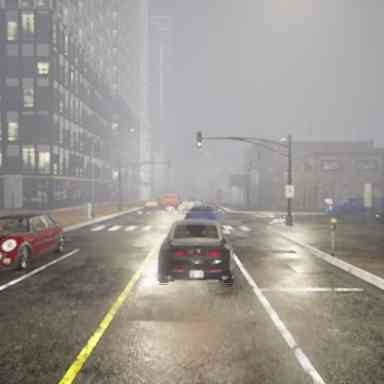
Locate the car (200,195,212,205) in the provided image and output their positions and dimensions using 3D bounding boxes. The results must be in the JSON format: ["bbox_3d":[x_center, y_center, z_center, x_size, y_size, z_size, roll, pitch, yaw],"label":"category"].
[{"bbox_3d":[2.677,1.536,65.582,2.192,1.841,5.009,-1,0,0],"label":"car"}]

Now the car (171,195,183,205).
[{"bbox_3d":[-2.997,1.575,66.281,2.097,1.767,4.553,0,0,0],"label":"car"}]

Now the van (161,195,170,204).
[{"bbox_3d":[-5.670,1.581,71.281,1.690,1.788,3.998,-1,0,0],"label":"van"}]

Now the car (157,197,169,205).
[{"bbox_3d":[-5.666,1.786,65.636,1.947,1.339,4.313,-1,0,0],"label":"car"}]

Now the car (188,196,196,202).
[{"bbox_3d":[0.002,1.751,85.636,2.033,1.411,5.357,0,0,0],"label":"car"}]

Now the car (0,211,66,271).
[{"bbox_3d":[-5.702,1.476,10.757,1.967,1.590,4.097,-1,0,0],"label":"car"}]

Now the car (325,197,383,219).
[{"bbox_3d":[15.551,1.464,31.420,5.566,2.045,2.150,1,1,1],"label":"car"}]

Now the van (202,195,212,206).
[{"bbox_3d":[2.677,1.543,59.938,1.690,1.788,3.998,-1,0,0],"label":"van"}]

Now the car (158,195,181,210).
[{"bbox_3d":[-3.101,1.377,46.595,2.150,2.045,5.566,0,0,0],"label":"car"}]

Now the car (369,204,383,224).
[{"bbox_3d":[16.419,1.887,25.627,4.313,1.339,1.947,1,0,1],"label":"car"}]

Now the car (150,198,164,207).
[{"bbox_3d":[-5.666,1.748,54.347,1.947,1.339,4.313,-1,0,0],"label":"car"}]

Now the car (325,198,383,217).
[{"bbox_3d":[16.528,1.536,34.004,5.009,1.841,2.192,1,0,1],"label":"car"}]

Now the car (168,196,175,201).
[{"bbox_3d":[-5.667,1.843,93.686,1.752,1.417,4.829,-1,0,0],"label":"car"}]

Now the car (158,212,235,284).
[{"bbox_3d":[0.100,1.537,9.614,1.837,1.490,4.892,0,0,0],"label":"car"}]

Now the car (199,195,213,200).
[{"bbox_3d":[2.679,1.622,54.293,1.967,1.590,4.097,-1,0,0],"label":"car"}]

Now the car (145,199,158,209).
[{"bbox_3d":[-5.838,1.688,48.534,1.752,1.417,4.829,-1,0,0],"label":"car"}]

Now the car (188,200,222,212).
[{"bbox_3d":[0.825,1.549,21.574,1.882,1.535,5.008,0,0,10],"label":"car"}]

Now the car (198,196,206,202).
[{"bbox_3d":[2.681,1.849,88.157,2.008,1.369,4.403,-1,0,0],"label":"car"}]

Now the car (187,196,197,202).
[{"bbox_3d":[0.002,1.753,75.223,1.837,1.490,4.892,0,0,0],"label":"car"}]
